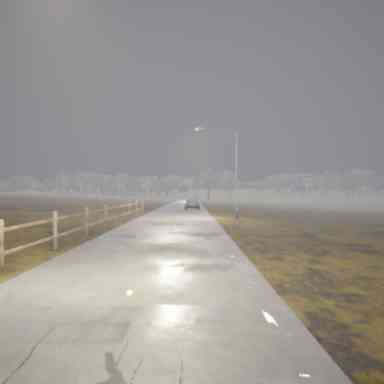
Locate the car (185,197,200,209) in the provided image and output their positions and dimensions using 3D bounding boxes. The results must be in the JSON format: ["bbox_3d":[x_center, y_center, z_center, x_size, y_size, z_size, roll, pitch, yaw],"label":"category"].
[{"bbox_3d":[0.049,1.587,45.021,1.994,1.385,4.181,0,0,0],"label":"car"}]

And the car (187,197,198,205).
[{"bbox_3d":[0.026,1.671,63.071,2.033,1.411,5.357,0,0,0],"label":"car"}]
